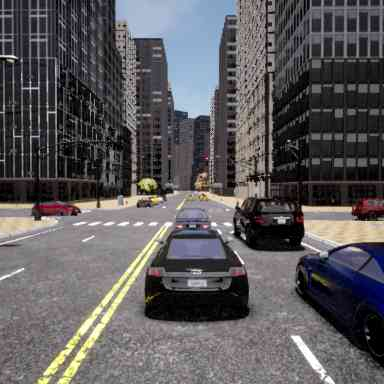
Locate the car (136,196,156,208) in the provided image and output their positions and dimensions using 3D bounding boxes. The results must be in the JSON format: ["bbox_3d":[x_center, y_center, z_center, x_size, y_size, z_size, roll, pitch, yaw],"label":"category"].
[{"bbox_3d":[-6.810,1.530,48.218,1.994,1.385,4.181,0,0,0],"label":"car"}]

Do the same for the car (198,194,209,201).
[{"bbox_3d":[2.893,1.396,78.690,1.882,1.535,5.008,0,0,0],"label":"car"}]

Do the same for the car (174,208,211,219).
[{"bbox_3d":[0.023,1.538,17.043,2.033,1.411,5.357,0,0,0],"label":"car"}]

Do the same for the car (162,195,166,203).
[{"bbox_3d":[-6.831,1.469,66.812,1.812,1.442,4.674,0,0,0],"label":"car"}]

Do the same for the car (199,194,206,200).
[{"bbox_3d":[2.845,1.243,89.107,1.837,1.490,4.892,0,0,0],"label":"car"}]

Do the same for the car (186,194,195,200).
[{"bbox_3d":[-0.405,1.268,89.093,2.128,1.511,4.902,0,0,0],"label":"car"}]

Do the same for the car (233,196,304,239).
[{"bbox_3d":[3.306,1.213,15.272,2.150,2.045,5.566,0,0,-2],"label":"car"}]

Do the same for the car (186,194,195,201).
[{"bbox_3d":[-0.357,1.396,78.676,1.882,1.535,5.008,0,0,0],"label":"car"}]

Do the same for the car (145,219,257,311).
[{"bbox_3d":[0.067,1.560,7.821,1.994,1.385,4.181,0,0,-1],"label":"car"}]

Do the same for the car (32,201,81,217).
[{"bbox_3d":[-12.292,1.485,30.181,4.181,1.385,1.994,1,1,11],"label":"car"}]

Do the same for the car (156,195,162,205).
[{"bbox_3d":[-6.842,1.433,57.146,1.882,1.535,5.008,0,0,0],"label":"car"}]

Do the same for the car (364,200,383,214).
[{"bbox_3d":[21.646,1.643,36.272,4.829,1.417,1.752,1,0,1],"label":"car"}]

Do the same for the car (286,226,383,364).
[{"bbox_3d":[3.334,1.561,5.852,1.994,1.385,4.181,0,0,-1],"label":"car"}]

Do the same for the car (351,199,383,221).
[{"bbox_3d":[16.075,1.520,27.960,5.009,1.841,2.192,1,0,1],"label":"car"}]
